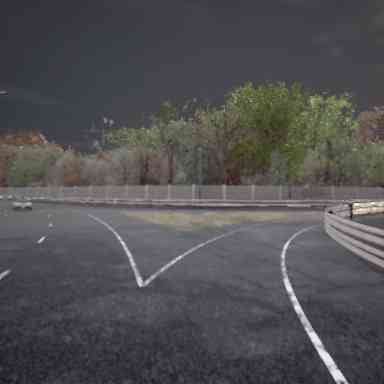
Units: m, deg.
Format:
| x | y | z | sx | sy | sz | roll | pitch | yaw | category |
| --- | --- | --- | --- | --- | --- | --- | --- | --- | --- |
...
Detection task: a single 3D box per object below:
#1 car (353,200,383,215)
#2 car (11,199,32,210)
| x | y | z | sx | sy | sz | roll | pitch | yaw | category |
| --- | --- | --- | --- | --- | --- | --- | --- | --- | --- |
| 19.170 | 1.633 | 35.549 | 4.892 | 1.490 | 1.837 | 0 | -1 | -35 | car |
| -21.080 | 1.506 | 41.027 | 1.895 | 1.301 | 4.718 | 0 | 0 | -33 | car |
